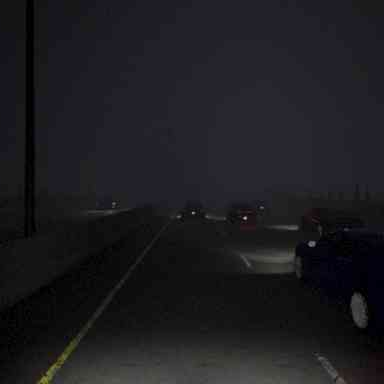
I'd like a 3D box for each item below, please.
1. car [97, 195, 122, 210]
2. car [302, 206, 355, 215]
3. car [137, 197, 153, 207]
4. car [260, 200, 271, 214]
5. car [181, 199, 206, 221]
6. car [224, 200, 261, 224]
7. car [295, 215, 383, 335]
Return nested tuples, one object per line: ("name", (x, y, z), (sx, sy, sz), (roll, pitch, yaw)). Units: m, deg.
("car", (-10.589, 1.504, 42.007), (1.837, 1.490, 4.892), (0, 0, 0))
("car", (7.100, 1.504, 17.493), (1.837, 1.490, 4.892), (0, 0, 0))
("car", (-7.071, 1.491, 50.273), (2.128, 1.511, 4.902), (0, 0, 0))
("car", (7.101, 1.563, 35.838), (1.994, 1.385, 4.181), (0, 0, 0))
("car", (0.100, 1.563, 27.144), (1.994, 1.385, 4.181), (0, 0, 0))
("car", (3.599, 1.504, 24.937), (1.837, 1.490, 4.892), (0, 0, 0))
("car", (3.600, 1.477, 6.723), (1.882, 1.535, 5.008), (0, 0, 0))
